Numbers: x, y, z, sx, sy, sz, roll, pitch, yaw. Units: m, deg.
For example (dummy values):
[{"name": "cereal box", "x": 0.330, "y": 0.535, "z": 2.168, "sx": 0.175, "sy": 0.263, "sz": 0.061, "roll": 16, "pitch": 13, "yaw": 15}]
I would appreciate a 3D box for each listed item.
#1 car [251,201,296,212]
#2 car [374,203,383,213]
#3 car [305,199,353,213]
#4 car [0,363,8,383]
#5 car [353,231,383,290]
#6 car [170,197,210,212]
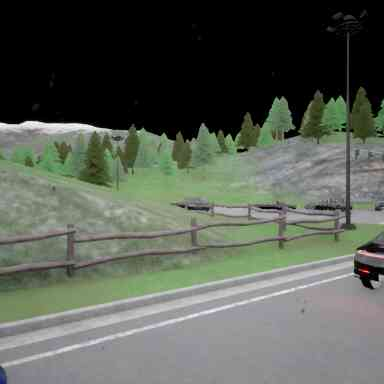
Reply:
[{"name": "car", "x": 8.816, "y": 1.601, "z": 36.603, "sx": 4.718, "sy": 1.301, "sz": 1.895, "roll": 0, "pitch": 0, "yaw": 37}, {"name": "car", "x": 22.017, "y": 1.505, "z": 35.108, "sx": 4.892, "sy": 1.490, "sz": 1.837, "roll": 0, "pitch": -1, "yaw": 43}, {"name": "car", "x": 14.926, "y": 1.491, "z": 36.496, "sx": 4.902, "sy": 1.511, "sz": 2.128, "roll": 0, "pitch": 0, "yaw": 39}, {"name": "car", "x": -3.386, "y": 1.526, "z": 1.374, "sx": 4.674, "sy": 1.442, "sz": 1.812, "roll": 0, "pitch": 0, "yaw": -35}, {"name": "car", "x": 5.778, "y": 1.491, "z": 7.869, "sx": 4.902, "sy": 1.511, "sz": 2.128, "roll": 0, "pitch": 0, "yaw": -35}, {"name": "car", "x": -0.264, "y": 1.352, "z": 38.142, "sx": 4.553, "sy": 1.767, "sz": 2.097, "roll": 0, "pitch": 0, "yaw": 29}]
